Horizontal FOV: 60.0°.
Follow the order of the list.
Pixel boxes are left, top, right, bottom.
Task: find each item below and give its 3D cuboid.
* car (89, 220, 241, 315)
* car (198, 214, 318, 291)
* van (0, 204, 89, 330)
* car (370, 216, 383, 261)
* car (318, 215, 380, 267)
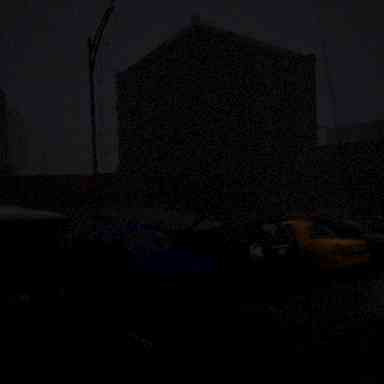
[{"bbox_3d":[-1.393,1.510,8.015,2.097,1.535,5.008,1,0,-35],"label":"car"},{"bbox_3d":[0.901,1.430,9.606,2.185,1.767,4.553,1,-1,-35],"label":"car"},{"bbox_3d":[-3.716,1.257,6.496,1.878,1.987,4.442,0,0,-35],"label":"van"},{"bbox_3d":[5.546,1.689,12.920,2.163,1.488,4.792,1,-1,-35],"label":"car"},{"bbox_3d":[3.149,1.606,11.475,1.946,1.575,5.366,1,-1,-35],"label":"car"}]
